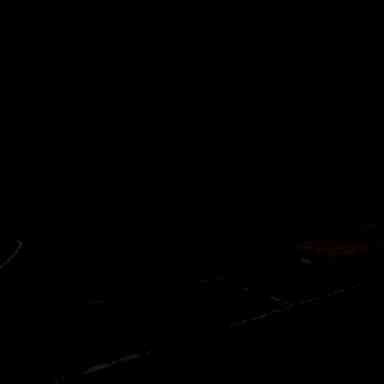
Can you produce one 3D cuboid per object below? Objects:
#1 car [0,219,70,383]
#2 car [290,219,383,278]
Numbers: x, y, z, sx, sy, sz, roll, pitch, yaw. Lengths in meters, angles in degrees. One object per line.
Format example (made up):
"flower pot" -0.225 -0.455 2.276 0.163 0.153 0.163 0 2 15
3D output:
"car" -3.980 1.315 3.689 5.009 1.841 2.192 0 0 -36
"car" 5.015 1.522 10.138 4.829 1.417 1.752 0 1 -34
